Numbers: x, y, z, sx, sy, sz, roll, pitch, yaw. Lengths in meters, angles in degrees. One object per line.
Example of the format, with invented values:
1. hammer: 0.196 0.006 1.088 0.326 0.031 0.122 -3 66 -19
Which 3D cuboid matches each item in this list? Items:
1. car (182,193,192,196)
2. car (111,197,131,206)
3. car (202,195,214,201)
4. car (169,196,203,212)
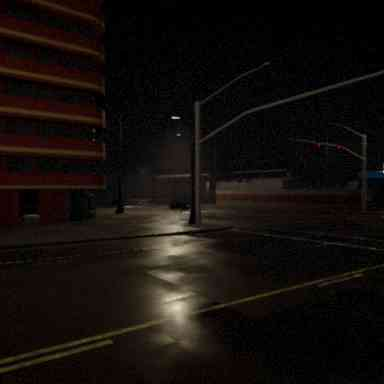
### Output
1. car: -0.333 1.168 79.581 4.611 1.667 2.242 -1 0 -35
2. car: -11.783 1.572 55.001 1.812 1.442 4.674 -1 0 -36
3. car: 3.636 1.323 75.358 3.806 1.475 1.970 -1 0 -35
4. car: -1.098 1.571 40.569 1.812 1.442 4.674 -1 0 -37
